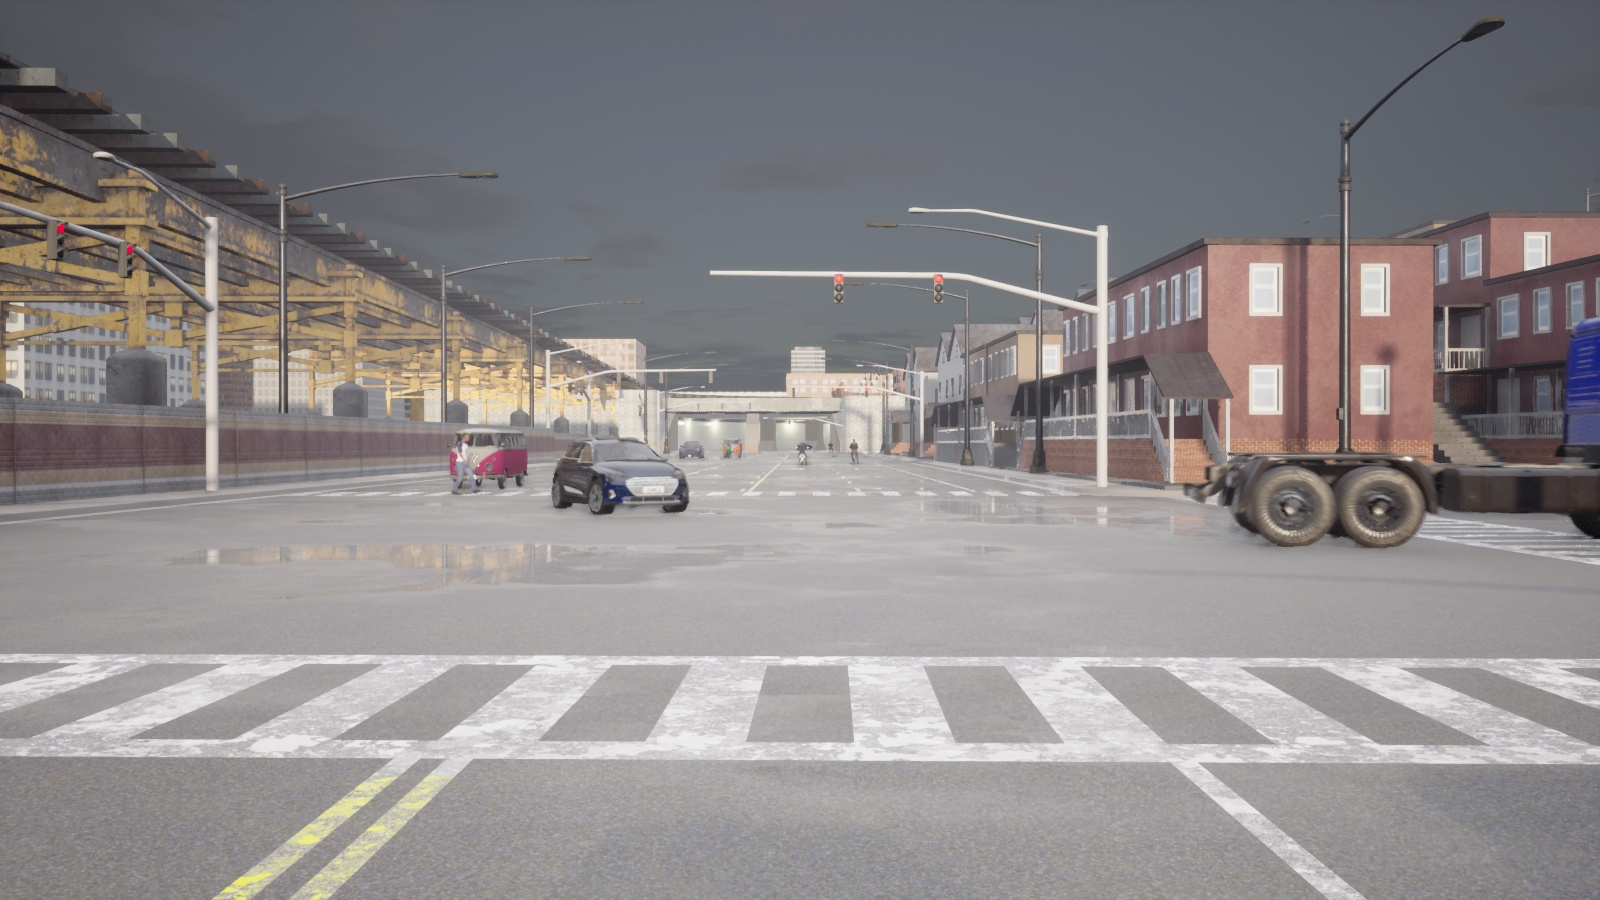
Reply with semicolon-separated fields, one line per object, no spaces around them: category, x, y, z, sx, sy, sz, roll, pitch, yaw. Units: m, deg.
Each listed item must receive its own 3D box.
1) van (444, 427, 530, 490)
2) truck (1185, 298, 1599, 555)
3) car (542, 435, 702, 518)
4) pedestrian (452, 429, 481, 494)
van;-10.417;0.253;42.119;1.775;1.987;4.442;0;0;0
truck;9.965;-0.332;18.548;7.936;3.462;2.891;0;0;12
car;-4.031;0.517;27.665;2.033;1.649;4.856;0;0;-27
pedestrian;-9.470;0.323;35.630;0.706;1.836;0.354;0;0;15
